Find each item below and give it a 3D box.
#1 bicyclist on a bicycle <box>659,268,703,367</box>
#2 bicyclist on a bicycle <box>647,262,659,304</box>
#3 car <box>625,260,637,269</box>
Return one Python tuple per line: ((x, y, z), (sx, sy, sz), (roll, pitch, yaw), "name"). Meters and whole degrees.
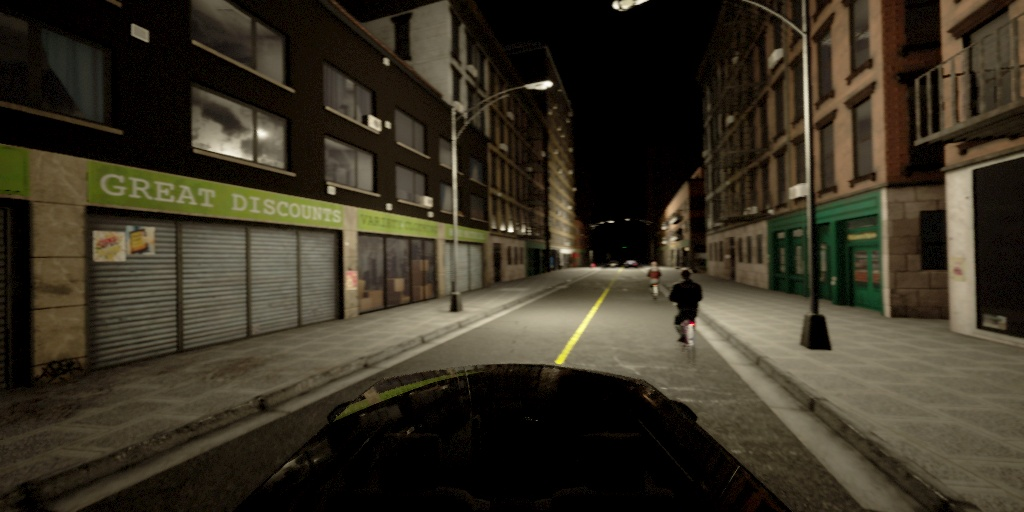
((3.359, 1.105, 6.958), (0.659, 1.776, 1.843), (-1, 0, 18), "bicyclist on a bicycle")
((6.156, 1.131, 15.513), (0.659, 1.776, 1.843), (-1, 0, 18), "bicyclist on a bicycle")
((19.759, 1.432, 59.445), (2.033, 1.411, 5.357), (-1, -1, 18), "car")
